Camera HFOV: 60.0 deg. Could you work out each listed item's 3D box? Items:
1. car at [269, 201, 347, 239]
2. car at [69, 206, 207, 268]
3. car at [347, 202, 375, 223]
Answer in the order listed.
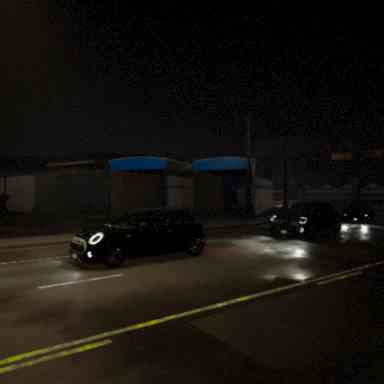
[{"bbox_3d":[6.003,1.321,17.444,4.553,1.767,2.097,0,0,-44],"label":"car"},{"bbox_3d":[-1.742,1.345,11.413,4.553,1.767,2.097,0,0,-36],"label":"car"},{"bbox_3d":[12.725,1.492,25.244,2.033,1.411,5.357,0,0,32],"label":"car"}]
